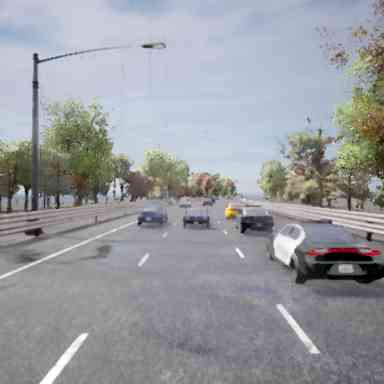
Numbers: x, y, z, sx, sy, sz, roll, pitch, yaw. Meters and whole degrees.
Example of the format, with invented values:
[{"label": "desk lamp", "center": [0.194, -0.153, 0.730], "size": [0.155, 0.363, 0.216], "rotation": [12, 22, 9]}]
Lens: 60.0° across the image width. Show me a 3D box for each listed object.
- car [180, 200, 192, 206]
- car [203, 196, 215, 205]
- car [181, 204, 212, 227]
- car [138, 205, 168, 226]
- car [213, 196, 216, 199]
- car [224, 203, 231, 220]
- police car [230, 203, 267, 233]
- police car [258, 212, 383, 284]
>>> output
[{"label": "car", "center": [-1.024, 2.201, 61.558], "size": [1.895, 1.301, 4.718], "rotation": [0, -1, 5]}, {"label": "car", "center": [3.504, 2.260, 73.645], "size": [1.812, 1.442, 4.674], "rotation": [0, -1, 5]}, {"label": "car", "center": [0.378, 1.832, 24.784], "size": [1.895, 1.301, 4.718], "rotation": [0, -1, 2]}, {"label": "car", "center": [-2.976, 1.762, 25.685], "size": [1.812, 1.442, 4.674], "rotation": [0, -1, 2]}, {"label": "car", "center": [5.059, 2.128, 88.484], "size": [2.150, 2.045, 5.566], "rotation": [0, -1, 7]}, {"label": "car", "center": [4.157, 1.783, 31.799], "size": [1.882, 1.535, 5.008], "rotation": [0, -1, 2]}, {"label": "police car", "center": [3.787, 1.624, 21.039], "size": [1.930, 1.638, 5.238], "rotation": [0, -1, 2]}, {"label": "police car", "center": [3.563, 1.601, 10.053], "size": [2.038, 1.542, 4.974], "rotation": [0, -1, 1]}]
